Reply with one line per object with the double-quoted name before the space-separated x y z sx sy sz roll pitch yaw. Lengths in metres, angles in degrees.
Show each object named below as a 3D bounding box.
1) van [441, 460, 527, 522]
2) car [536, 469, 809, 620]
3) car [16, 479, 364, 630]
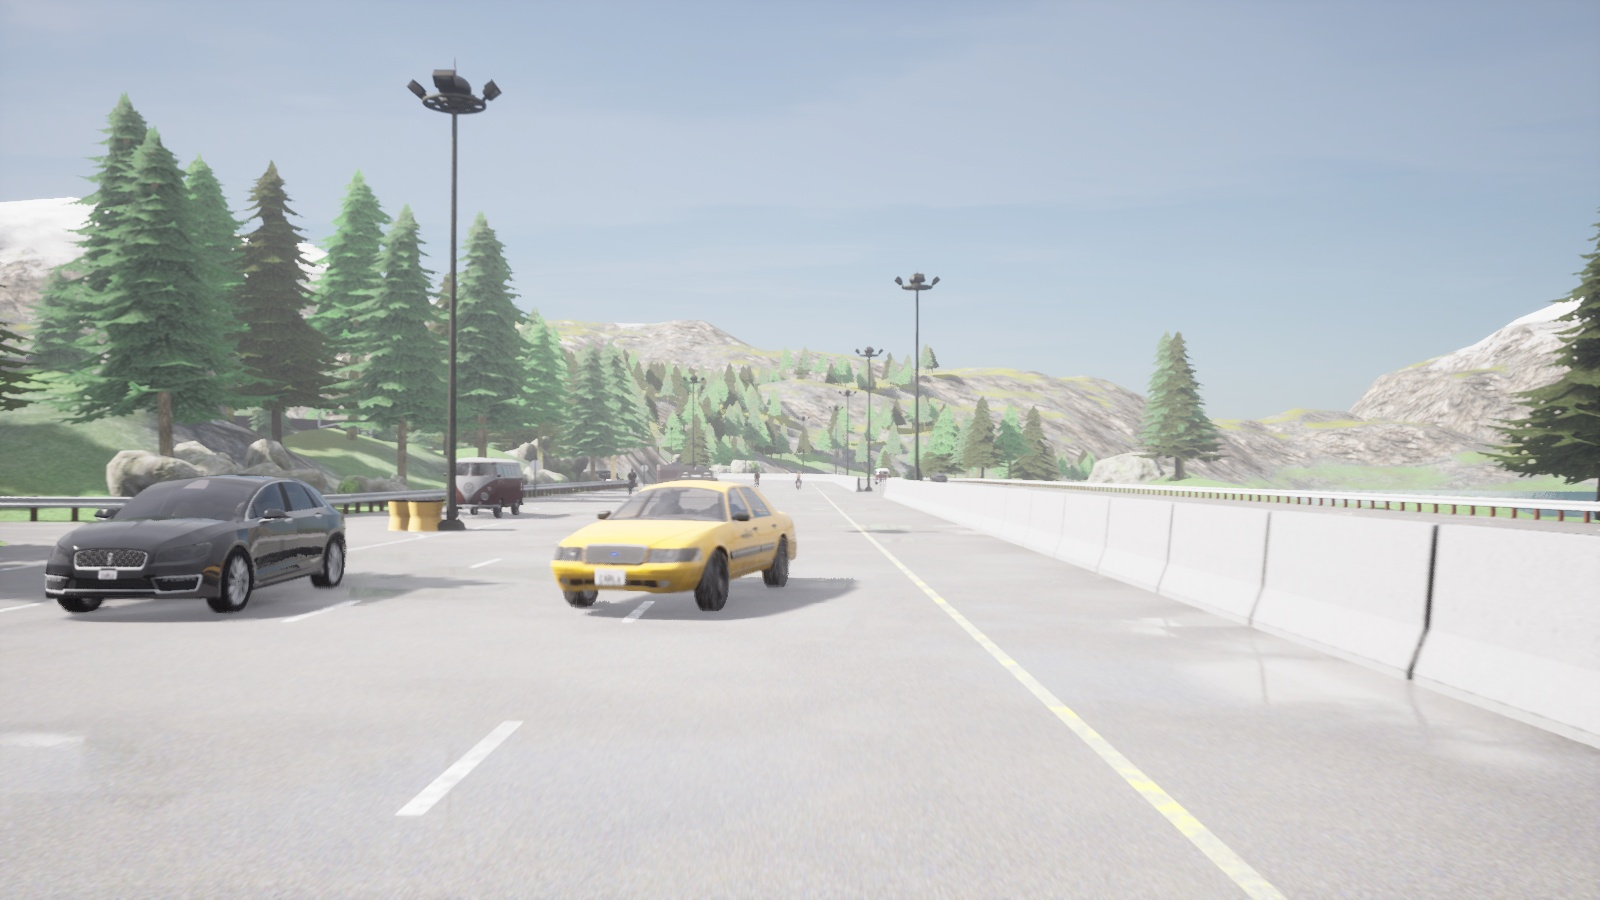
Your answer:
"van" -10.614 1.354 42.456 1.775 1.987 4.442 0 -1 0
"car" -1.363 1.039 15.990 1.801 1.575 5.366 -1 -1 13
"car" -7.039 1.115 15.191 1.837 1.490 4.892 0 -1 0
